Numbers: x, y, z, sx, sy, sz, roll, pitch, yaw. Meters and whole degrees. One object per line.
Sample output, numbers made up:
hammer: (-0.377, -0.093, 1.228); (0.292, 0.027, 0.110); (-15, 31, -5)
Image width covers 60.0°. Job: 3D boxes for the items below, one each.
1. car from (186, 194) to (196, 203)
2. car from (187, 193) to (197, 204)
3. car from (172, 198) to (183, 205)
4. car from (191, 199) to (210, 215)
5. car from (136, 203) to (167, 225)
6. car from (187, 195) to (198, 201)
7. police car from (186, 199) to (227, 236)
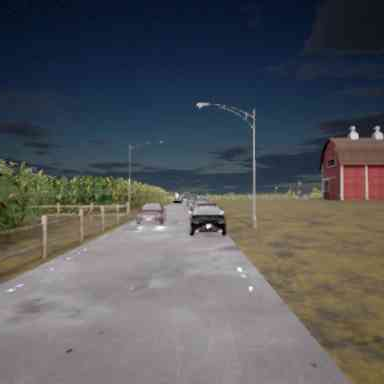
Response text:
car: (-0.018, 1.591, 55.117); (2.128, 1.511, 4.902); (0, 0, 0)
car: (-0.022, 1.360, 70.155); (2.150, 2.045, 5.566); (0, -1, 0)
car: (-2.788, 1.804, 64.702); (1.895, 1.301, 4.718); (0, -1, 0)
car: (0.814, 1.525, 34.561); (1.837, 1.490, 4.892); (0, 0, 0)
car: (-2.856, 1.532, 24.128); (1.812, 1.442, 4.674); (0, 0, 0)
car: (0.815, 1.363, 28.529); (2.097, 1.767, 4.553); (0, 0, 0)
police car: (0.819, 1.426, 18.667); (1.930, 1.638, 5.238); (0, 0, 0)
